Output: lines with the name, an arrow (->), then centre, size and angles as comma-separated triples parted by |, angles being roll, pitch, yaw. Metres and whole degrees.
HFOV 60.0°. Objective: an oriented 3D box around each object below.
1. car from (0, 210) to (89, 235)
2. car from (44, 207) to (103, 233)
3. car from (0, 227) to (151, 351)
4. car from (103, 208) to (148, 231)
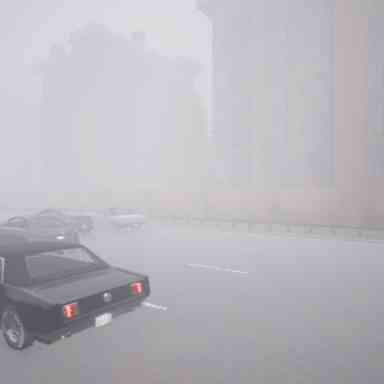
car -> -6.183, 1.564, 12.695 | 4.181, 1.385, 1.994 | 0, 0, 35
car -> -7.142, 1.526, 17.675 | 4.674, 1.442, 1.812 | 0, 0, 35
car -> -3.108, 1.601, 6.205 | 4.718, 1.301, 1.895 | 0, 0, 35
car -> -5.011, 1.601, 20.454 | 4.718, 1.301, 1.895 | 0, 0, 35
